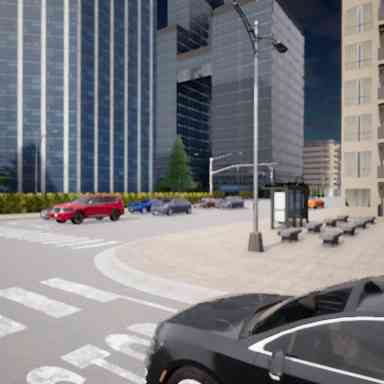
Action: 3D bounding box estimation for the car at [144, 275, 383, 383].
[{"bbox_3d":[1.750,1.504,2.717,4.892,1.490,1.837,0,0,36],"label":"car"}]

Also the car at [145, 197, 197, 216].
[{"bbox_3d":[-1.967,1.318,32.087,2.097,1.767,4.553,0,0,36],"label":"car"}]

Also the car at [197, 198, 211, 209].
[{"bbox_3d":[1.994,1.477,43.605,1.812,1.442,4.674,0,1,36],"label":"car"}]

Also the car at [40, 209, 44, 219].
[{"bbox_3d":[-9.886,1.477,27.017,1.812,1.442,4.674,0,0,36],"label":"car"}]

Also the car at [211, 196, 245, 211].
[{"bbox_3d":[4.748,1.318,41.439,2.097,1.767,4.553,0,0,36],"label":"car"}]

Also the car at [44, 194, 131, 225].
[{"bbox_3d":[-7.461,1.189,24.403,2.150,2.045,5.566,0,0,36],"label":"car"}]

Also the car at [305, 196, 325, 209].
[{"bbox_3d":[16.255,1.350,44.798,2.097,1.767,4.553,0,0,39],"label":"car"}]

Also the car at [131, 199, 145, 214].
[{"bbox_3d":[-4.466,1.429,34.612,1.882,1.535,5.008,0,0,36],"label":"car"}]
